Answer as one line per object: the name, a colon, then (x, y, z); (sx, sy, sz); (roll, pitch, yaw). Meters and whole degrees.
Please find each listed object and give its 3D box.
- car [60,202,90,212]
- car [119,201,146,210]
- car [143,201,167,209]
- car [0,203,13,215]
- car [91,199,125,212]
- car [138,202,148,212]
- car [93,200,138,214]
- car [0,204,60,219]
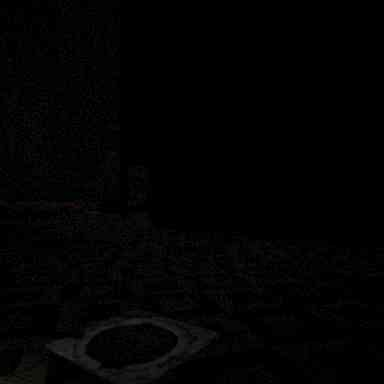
car: (-16.645, 2.116, 47.242); (1.887, 1.381, 4.507); (-1, -2, 36)
car: (-10.074, 2.310, 56.418); (2.008, 1.369, 4.403); (-1, -2, 36)
car: (-6.789, 2.406, 61.006); (2.008, 1.369, 4.403); (-1, -2, 36)
car: (-23.215, 1.941, 38.064); (2.008, 1.369, 4.403); (-1, -2, 36)
car: (-12.282, 1.980, 48.718); (2.097, 1.767, 4.553); (0, -1, 36)
car: (-6.432, 2.194, 46.861); (1.887, 1.381, 4.507); (-1, -2, 36)
car: (-9.719, 1.871, 42.279); (2.192, 1.841, 5.009); (-1, -2, 36)
car: (-16.191, 1.902, 33.234); (1.752, 1.417, 4.829); (-1, -2, 36)
